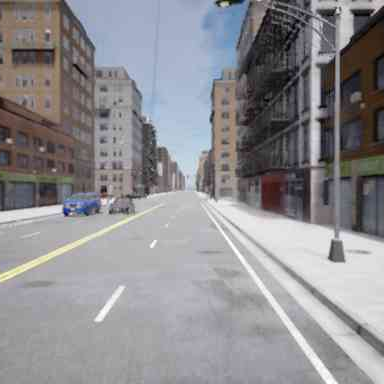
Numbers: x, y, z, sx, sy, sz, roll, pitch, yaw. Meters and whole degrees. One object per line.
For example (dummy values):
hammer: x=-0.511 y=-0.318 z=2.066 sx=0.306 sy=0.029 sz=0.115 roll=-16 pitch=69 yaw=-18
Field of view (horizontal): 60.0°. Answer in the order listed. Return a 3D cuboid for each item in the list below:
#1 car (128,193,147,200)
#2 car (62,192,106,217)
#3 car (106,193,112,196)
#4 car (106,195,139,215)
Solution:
car: x=-12.746 y=1.019 z=76.032 sx=4.892 sy=1.490 sz=1.837 roll=1 pitch=1 yaw=0
car: x=-9.836 y=1.072 z=30.194 sx=2.150 sy=2.045 sz=5.566 roll=0 pitch=0 yaw=0
car: x=-21.472 y=0.931 z=81.731 sx=4.206 sy=1.307 sz=1.802 roll=1 pitch=0 yaw=0
car: x=-6.581 y=1.346 z=31.601 sx=1.837 sy=1.490 sz=4.892 roll=0 pitch=1 yaw=0
